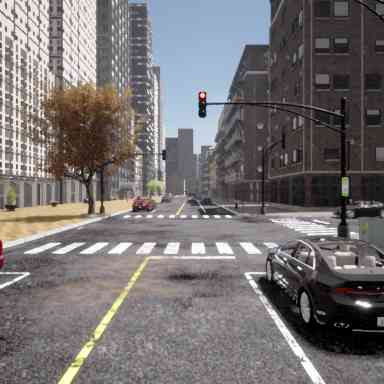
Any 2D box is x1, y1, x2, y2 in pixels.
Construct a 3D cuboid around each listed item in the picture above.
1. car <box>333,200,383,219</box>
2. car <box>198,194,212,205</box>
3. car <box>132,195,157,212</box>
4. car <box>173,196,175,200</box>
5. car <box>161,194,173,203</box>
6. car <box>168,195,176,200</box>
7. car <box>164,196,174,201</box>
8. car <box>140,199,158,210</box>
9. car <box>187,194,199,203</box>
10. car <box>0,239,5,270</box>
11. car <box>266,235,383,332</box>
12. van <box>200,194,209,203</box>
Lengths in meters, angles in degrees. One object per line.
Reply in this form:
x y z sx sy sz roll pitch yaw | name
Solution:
13.414 1.348 26.176 4.403 1.369 2.008 -1 1 -1 | car
2.662 1.606 61.245 1.947 1.339 4.313 0 0 0 | car
-5.709 1.333 39.150 2.192 1.841 5.009 0 0 0 | car
-5.727 1.380 77.810 2.192 1.841 5.009 0 0 0 | car
-5.724 1.622 72.288 1.947 1.339 4.313 0 0 0 | car
-5.734 1.648 94.379 2.008 1.369 4.403 0 0 0 | car
-5.729 1.626 83.333 2.008 1.369 4.403 0 0 0 | car
-5.712 1.589 44.673 1.947 1.339 4.313 0 0 0 | car
-0.032 1.652 68.920 1.895 1.301 4.718 0 0 0 | car
-5.694 1.545 6.762 1.887 1.381 4.507 0 0 0 | car
2.686 1.551 6.766 2.008 1.369 4.403 0 0 0 | car
2.656 1.397 72.292 1.690 1.788 3.998 0 0 0 | van
